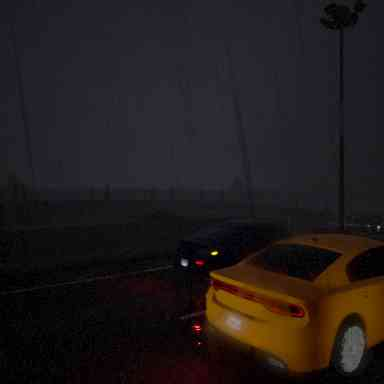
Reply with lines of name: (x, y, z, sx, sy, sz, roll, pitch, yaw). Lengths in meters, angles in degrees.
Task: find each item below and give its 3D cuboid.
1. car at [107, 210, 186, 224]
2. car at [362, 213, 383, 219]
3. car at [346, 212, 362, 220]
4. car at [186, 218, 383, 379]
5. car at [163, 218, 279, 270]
car: (-1.974, 1.528, 15.465, 4.181, 1.385, 1.994, 0, 0, -35)
car: (20.963, 3.046, 36.023, 4.902, 1.511, 2.128, 8, -5, -35)
car: (19.731, 3.156, 39.444, 5.008, 1.535, 1.882, 8, -5, -35)
car: (2.532, 1.453, 5.553, 5.008, 1.535, 1.882, 0, 0, -36)
car: (1.691, 1.494, 9.254, 4.674, 1.442, 1.812, 0, 0, -35)
